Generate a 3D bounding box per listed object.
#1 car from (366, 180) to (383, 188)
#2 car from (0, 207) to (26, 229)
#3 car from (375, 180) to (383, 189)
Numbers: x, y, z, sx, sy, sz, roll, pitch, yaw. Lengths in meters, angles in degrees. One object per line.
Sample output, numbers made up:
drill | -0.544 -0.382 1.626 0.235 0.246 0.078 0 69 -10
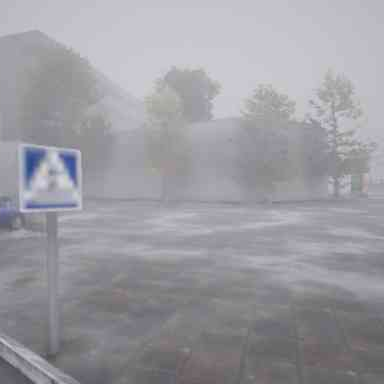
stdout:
car | 38.642 -1.703 68.101 5.008 1.535 2.097 -4 1 -5
car | -9.878 1.023 14.903 2.097 1.535 5.008 2 0 20
car | 36.334 -1.321 59.539 4.892 1.521 2.231 -4 2 -4
